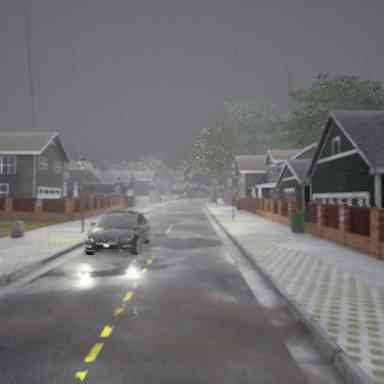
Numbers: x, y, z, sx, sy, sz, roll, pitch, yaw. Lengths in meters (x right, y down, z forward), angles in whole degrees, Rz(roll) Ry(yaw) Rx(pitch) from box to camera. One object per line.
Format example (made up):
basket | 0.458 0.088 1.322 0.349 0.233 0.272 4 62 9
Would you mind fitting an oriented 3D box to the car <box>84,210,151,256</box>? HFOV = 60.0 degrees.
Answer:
car | -2.781 1.521 13.319 1.837 1.490 4.892 0 0 1
